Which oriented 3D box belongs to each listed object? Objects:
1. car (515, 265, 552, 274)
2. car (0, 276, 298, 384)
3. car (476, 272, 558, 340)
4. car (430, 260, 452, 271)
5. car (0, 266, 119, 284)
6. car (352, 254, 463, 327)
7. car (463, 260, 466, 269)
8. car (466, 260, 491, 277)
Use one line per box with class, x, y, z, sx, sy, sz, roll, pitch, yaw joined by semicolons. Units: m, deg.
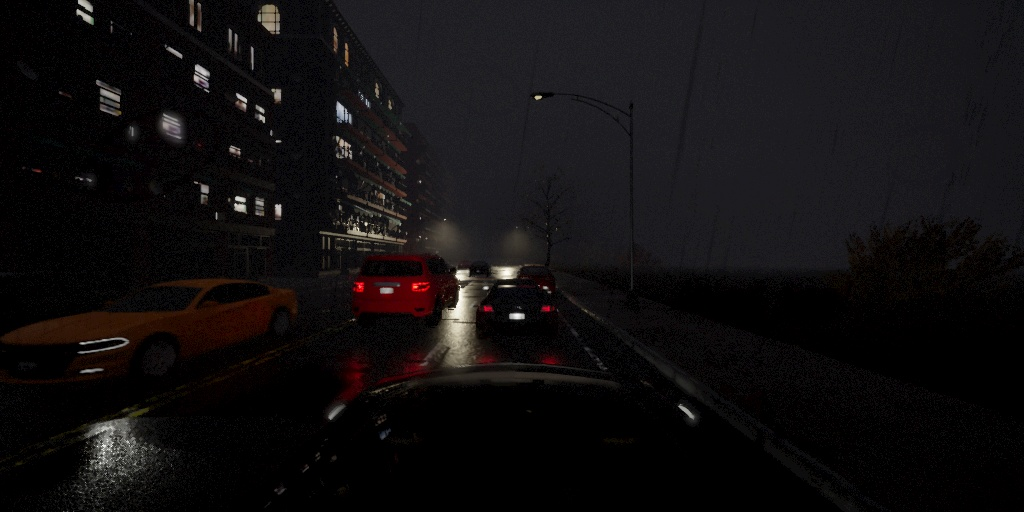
car;1.152;1.230;18.930;1.882;1.535;5.008;0;0;0
car;-6.595;1.228;7.383;1.882;1.535;5.008;0;0;0
car;0.109;1.315;10.010;1.994;1.385;4.181;0;0;0
car;-9.804;1.299;49.932;2.033;1.411;5.357;0;0;0
car;-9.846;1.103;6.761;2.097;1.767;4.553;0;0;0
car;-3.143;0.971;11.674;2.150;2.045;5.566;0;0;0
car;-6.560;1.277;50.403;1.812;1.442;4.674;0;0;0
car;-3.118;1.230;35.689;1.882;1.535;5.008;0;0;0
